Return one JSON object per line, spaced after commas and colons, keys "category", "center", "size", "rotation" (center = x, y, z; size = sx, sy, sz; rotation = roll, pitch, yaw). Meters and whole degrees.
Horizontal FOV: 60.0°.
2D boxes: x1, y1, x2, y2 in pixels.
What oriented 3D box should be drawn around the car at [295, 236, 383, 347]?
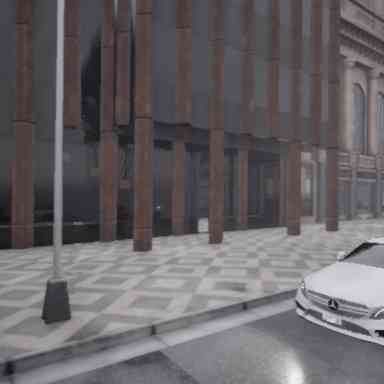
{"category": "car", "center": [3.916, 1.578, 6.155], "size": [4.674, 1.442, 1.812], "rotation": [1, 0, -35]}
